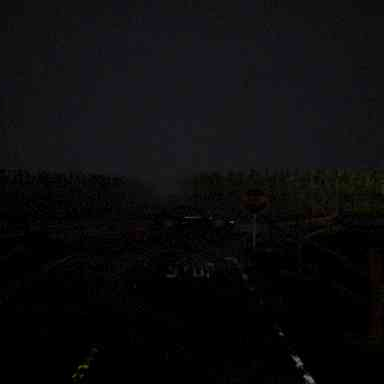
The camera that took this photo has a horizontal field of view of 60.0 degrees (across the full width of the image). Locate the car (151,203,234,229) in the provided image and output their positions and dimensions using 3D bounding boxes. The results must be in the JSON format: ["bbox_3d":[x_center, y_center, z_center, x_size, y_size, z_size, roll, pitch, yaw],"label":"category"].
[{"bbox_3d":[0.033,1.415,19.834,4.892,1.490,1.837,0,1,0],"label":"car"}]
